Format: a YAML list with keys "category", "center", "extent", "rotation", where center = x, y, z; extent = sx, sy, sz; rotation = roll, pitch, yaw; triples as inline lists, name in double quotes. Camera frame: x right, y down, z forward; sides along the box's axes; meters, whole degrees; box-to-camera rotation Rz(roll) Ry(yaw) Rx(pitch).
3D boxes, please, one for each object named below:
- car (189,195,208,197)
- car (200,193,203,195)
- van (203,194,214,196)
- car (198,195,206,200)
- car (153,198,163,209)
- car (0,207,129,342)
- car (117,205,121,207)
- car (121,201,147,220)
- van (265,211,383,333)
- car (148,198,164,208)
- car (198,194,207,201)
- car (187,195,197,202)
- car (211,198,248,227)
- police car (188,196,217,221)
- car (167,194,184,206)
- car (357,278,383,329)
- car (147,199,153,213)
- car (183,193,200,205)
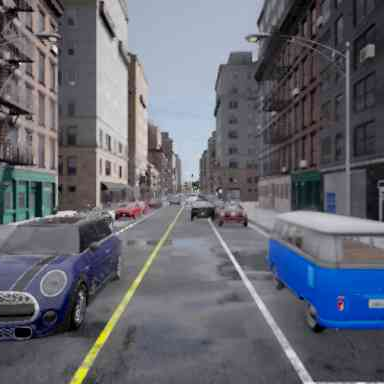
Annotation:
- category: "car"
  center: [0.828, 1.486, 37.652]
  extent: [1.801, 1.575, 5.366]
  rotation: [0, 0, 0]
- category: "car"
  center: [2.641, 1.353, 50.647]
  extent: [2.192, 1.841, 5.009]
  rotation: [0, 0, 0]
- category: "van"
  center: [2.640, 1.376, 45.136]
  extent: [1.690, 1.788, 3.998]
  rotation: [0, 0, 0]
- category: "car"
  center: [2.707, 1.612, 93.424]
  extent: [2.008, 1.369, 4.403]
  rotation: [0, 0, 0]
- category: "car"
  center: [-5.385, 1.580, 45.137]
  extent: [1.887, 1.381, 4.507]
  rotation: [0, 0, 0]
- category: "car"
  center: [-2.848, 1.356, 6.829]
  extent: [2.097, 1.767, 4.553]
  rotation: [0, 0, 0]
- category: "car"
  center: [-5.387, 1.564, 17.581]
  extent: [2.008, 1.369, 4.403]
  rotation: [0, 0, 0]
- category: "car"
  center: [-5.386, 1.567, 28.603]
  extent: [1.887, 1.381, 4.507]
  rotation: [0, 0, 0]
- category: "van"
  center: [2.637, 1.345, 6.559]
  extent: [1.690, 1.788, 3.998]
  rotation: [0, 0, 0]
- category: "car"
  center: [-5.384, 1.604, 50.647]
  extent: [1.947, 1.339, 4.313]
  rotation: [0, 0, 0]
- category: "car"
  center: [2.711, 1.373, 88.018]
  extent: [2.192, 1.841, 5.009]
  rotation: [0, 0, 0]
- category: "car"
  center: [0.006, 1.488, 76.313]
  extent: [2.033, 1.411, 5.357]
  rotation: [0, 0, 0]
- category: "car"
  center: [2.639, 1.458, 23.092]
  extent: [1.967, 1.590, 4.097]
  rotation: [0, 0, 0]
- category: "police car"
  center: [0.827, 1.447, 27.572]
  extent: [1.930, 1.638, 5.238]
  rotation: [0, 0, 0]
- category: "car"
  center: [-2.749, 1.554, 54.608]
  extent: [1.837, 1.490, 4.892]
  rotation: [0, 0, 0]
- category: "car"
  center: [2.637, 1.551, 1.049]
  extent: [2.008, 1.369, 4.403]
  rotation: [0, 0, 0]
- category: "car"
  center: [-5.386, 1.609, 34.114]
  extent: [1.802, 1.307, 4.206]
  rotation: [0, 0, 0]
- category: "car"
  center: [0.001, 1.260, 61.552]
  extent: [2.150, 2.045, 5.566]
  rotation: [0, 0, 0]
